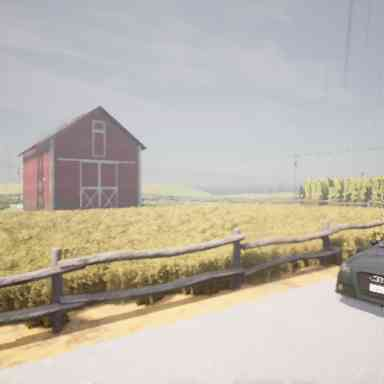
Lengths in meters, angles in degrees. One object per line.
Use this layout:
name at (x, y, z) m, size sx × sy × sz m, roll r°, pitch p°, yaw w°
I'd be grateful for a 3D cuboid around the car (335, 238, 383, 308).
car at (4.889, 1.506, 6.972) m, size 4.181 × 1.385 × 1.994 m, roll 0°, pitch 0°, yaw -35°
